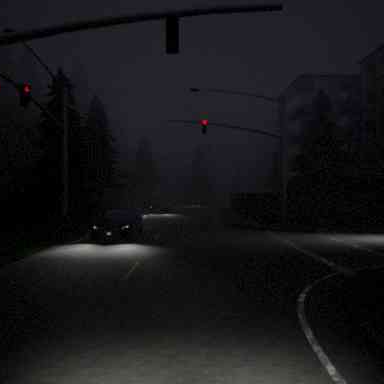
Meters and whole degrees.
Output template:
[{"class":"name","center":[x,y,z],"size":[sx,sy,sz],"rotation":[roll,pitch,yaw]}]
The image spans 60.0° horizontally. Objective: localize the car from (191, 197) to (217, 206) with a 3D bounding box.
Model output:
[{"class":"car","center":[2.041,1.520,54.283],"size":[2.033,1.411,5.357],"rotation":[0,0,34]}]

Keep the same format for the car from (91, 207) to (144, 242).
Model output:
[{"class":"car","center":[-3.562,1.517,16.606],"size":[1.812,1.442,4.674],"rotation":[0,0,0]}]

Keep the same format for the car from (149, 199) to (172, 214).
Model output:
[{"class":"car","center":[-3.268,1.508,35.357],"size":[1.812,1.442,4.674],"rotation":[0,0,4]}]
